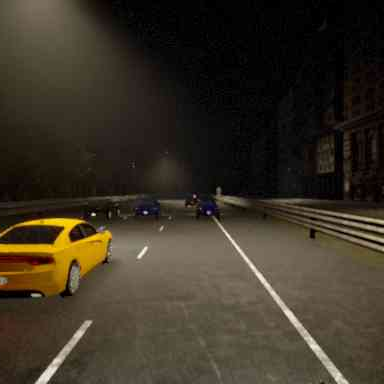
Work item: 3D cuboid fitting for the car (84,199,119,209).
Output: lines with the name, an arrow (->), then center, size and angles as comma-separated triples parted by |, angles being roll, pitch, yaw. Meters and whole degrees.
car -> -6.897, 1.313, 25.726 | 1.837, 1.490, 4.892 | 0, 0, 0

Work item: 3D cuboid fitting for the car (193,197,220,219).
car -> 1.229, 1.330, 26.644 | 1.812, 1.442, 4.674 | 0, 0, 0

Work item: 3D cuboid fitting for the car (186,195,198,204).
car -> 0.009, 1.265, 60.277 | 2.128, 1.511, 4.902 | 0, 0, 0

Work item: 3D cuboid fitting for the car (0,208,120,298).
car -> -3.402, 1.409, 8.399 | 1.882, 1.535, 5.008 | 0, 0, 0

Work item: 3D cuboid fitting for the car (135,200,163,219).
car -> -3.397, 1.329, 26.600 | 1.812, 1.442, 4.674 | 0, 0, 0

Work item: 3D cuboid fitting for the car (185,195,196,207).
car -> 0.023, 1.338, 46.290 | 1.994, 1.385, 4.181 | 0, 0, 0
